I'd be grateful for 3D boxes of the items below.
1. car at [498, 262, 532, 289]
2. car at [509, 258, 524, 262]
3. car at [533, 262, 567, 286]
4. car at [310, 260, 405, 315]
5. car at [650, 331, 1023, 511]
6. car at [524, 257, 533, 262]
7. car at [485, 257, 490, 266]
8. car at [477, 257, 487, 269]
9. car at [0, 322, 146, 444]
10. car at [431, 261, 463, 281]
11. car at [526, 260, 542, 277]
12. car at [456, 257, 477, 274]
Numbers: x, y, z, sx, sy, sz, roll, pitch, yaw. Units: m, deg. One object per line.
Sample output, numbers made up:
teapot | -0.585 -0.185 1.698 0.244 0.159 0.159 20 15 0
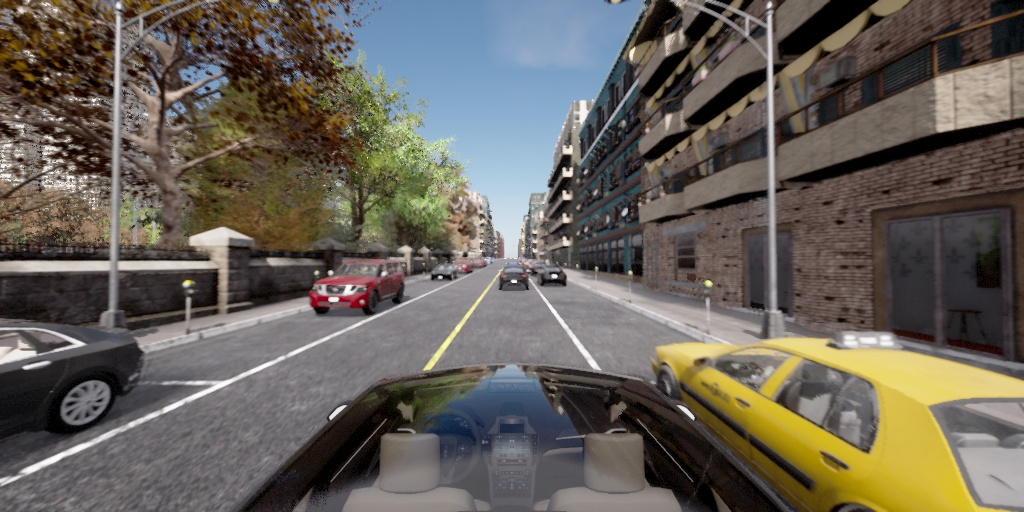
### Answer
car | 0.120 1.285 22.777 1.812 1.442 4.674 0 0 0
car | 0.141 1.334 45.088 1.994 1.385 4.181 0 0 0
car | 2.712 1.326 24.953 1.948 1.339 4.313 0 0 0
car | -5.678 1.070 13.915 2.192 1.841 5.009 0 0 0
car | 2.692 1.276 3.029 1.751 1.417 4.829 0 0 0
car | 2.729 1.208 41.524 1.967 1.591 4.097 0 0 0
car | -5.631 1.094 63.625 2.192 1.841 5.009 0 0 0
car | -5.636 1.321 58.103 1.888 1.381 4.507 0 0 0
car | -5.689 1.301 2.868 2.007 1.370 4.403 0 0 0
car | -5.663 1.329 30.485 1.948 1.339 4.313 0 0 0
car | 2.723 1.331 36.001 1.948 1.339 4.313 0 0 0
car | -5.652 1.083 41.532 2.192 1.841 5.009 0 0 0
